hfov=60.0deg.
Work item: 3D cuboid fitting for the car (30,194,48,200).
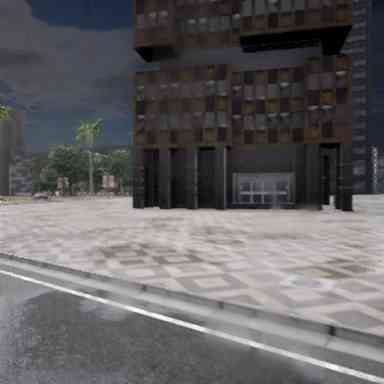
[{"bbox_3d":[-35.999,1.126,78.445,1.812,1.442,4.674,0,1,10],"label":"car"}]
